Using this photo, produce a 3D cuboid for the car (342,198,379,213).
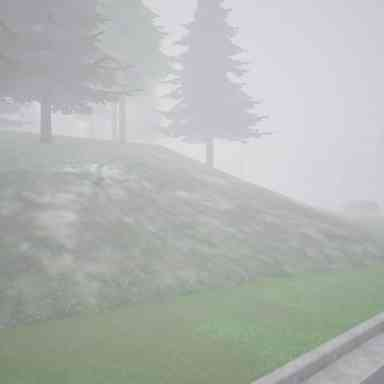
[{"bbox_3d":[18.887,1.477,37.646,1.882,1.535,5.008,0,0,-5],"label":"car"}]
